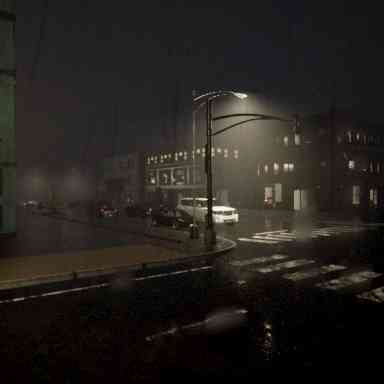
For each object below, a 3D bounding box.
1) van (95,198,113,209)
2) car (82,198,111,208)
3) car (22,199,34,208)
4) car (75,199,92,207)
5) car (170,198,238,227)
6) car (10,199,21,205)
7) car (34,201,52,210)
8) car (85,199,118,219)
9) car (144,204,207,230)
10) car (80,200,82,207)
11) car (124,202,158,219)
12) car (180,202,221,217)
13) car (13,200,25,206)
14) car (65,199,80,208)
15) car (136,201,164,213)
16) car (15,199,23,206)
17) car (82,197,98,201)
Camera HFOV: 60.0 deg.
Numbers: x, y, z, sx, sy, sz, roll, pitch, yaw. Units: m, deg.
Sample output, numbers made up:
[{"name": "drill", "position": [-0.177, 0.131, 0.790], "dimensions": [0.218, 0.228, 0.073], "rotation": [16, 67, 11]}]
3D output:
[{"name": "van", "position": [-15.299, 1.906, 57.460], "dimensions": [1.690, 1.788, 3.998], "rotation": [-1, 0, -36]}, {"name": "car", "position": [-12.253, 1.956, 43.299], "dimensions": [1.882, 1.535, 5.008], "rotation": [-1, 0, -35]}, {"name": "car", "position": [-31.768, 2.375, 66.094], "dimensions": [2.008, 1.369, 4.403], "rotation": [-1, 0, -36]}, {"name": "car", "position": [-21.733, 2.227, 66.466], "dimensions": [1.887, 1.381, 4.507], "rotation": [-1, 0, -36]}, {"name": "car", "position": [0.956, 1.442, 24.784], "dimensions": [2.150, 2.045, 5.566], "rotation": [-1, 0, -35]}, {"name": "car", "position": [-44.644, 2.597, 84.104], "dimensions": [1.887, 1.381, 4.507], "rotation": [-1, 0, -36]}, {"name": "car", "position": [-25.231, 2.232, 56.950], "dimensions": [1.752, 1.417, 4.829], "rotation": [-1, 0, -36]}, {"name": "car", "position": [-9.237, 1.846, 34.574], "dimensions": [1.967, 1.590, 4.097], "rotation": [-1, 0, -36]}, {"name": "car", "position": [-1.262, 1.814, 23.215], "dimensions": [1.947, 1.339, 4.313], "rotation": [-2, 0, -36]}, {"name": "car", "position": [-18.519, 1.939, 61.963], "dimensions": [2.192, 1.841, 5.009], "rotation": [-1, 0, -36]}, {"name": "car", "position": [-4.995, 1.886, 33.112], "dimensions": [2.033, 1.411, 5.357], "rotation": [-1, 0, -36]}, {"name": "car", "position": [0.801, 1.809, 34.947], "dimensions": [2.008, 1.369, 4.403], "rotation": [-2, 0, -36]}, {"name": "car", "position": [-41.425, 2.547, 79.603], "dimensions": [2.008, 1.369, 4.403], "rotation": [-1, 0, -36]}, {"name": "car", "position": [-21.454, 2.229, 61.637], "dimensions": [1.994, 1.385, 4.181], "rotation": [-1, 0, -36]}, {"name": "car", "position": [-5.636, 1.966, 43.952], "dimensions": [1.802, 1.307, 4.206], "rotation": [-2, 0, -36]}, {"name": "car", "position": [-38.208, 2.379, 75.099], "dimensions": [1.967, 1.590, 4.097], "rotation": [-1, 0, -36]}, {"name": "car", "position": [-15.393, 2.032, 53.157], "dimensions": [1.882, 1.535, 5.008], "rotation": [-1, 0, -35]}]
